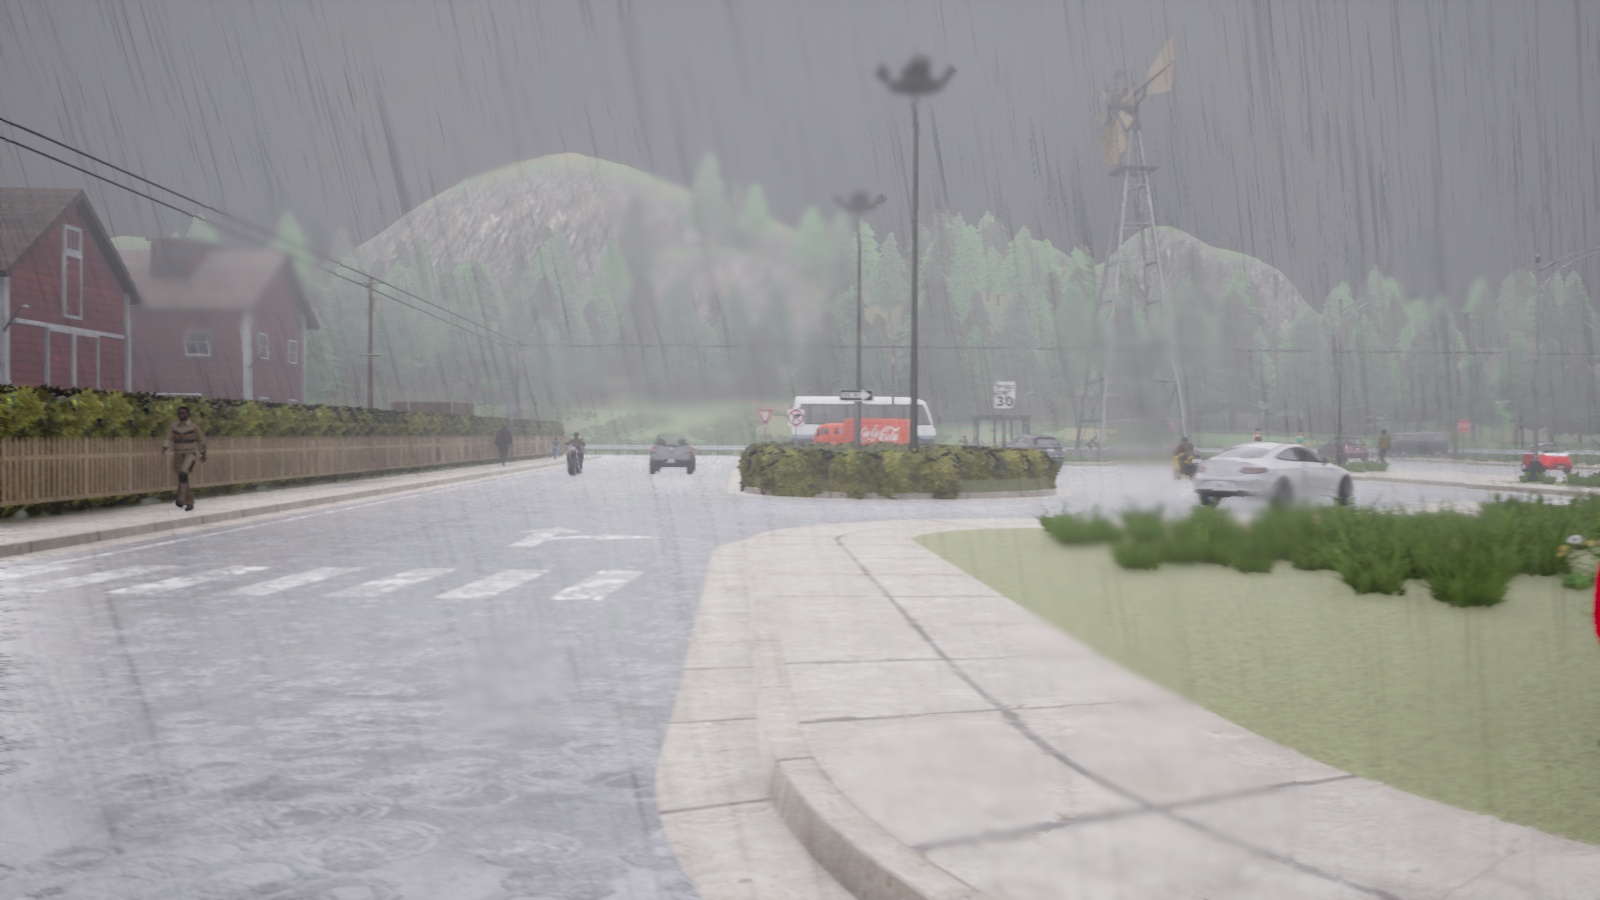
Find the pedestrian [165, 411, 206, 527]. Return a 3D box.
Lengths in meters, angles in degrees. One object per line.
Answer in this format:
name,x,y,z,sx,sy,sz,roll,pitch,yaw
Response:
pedestrian,-10.455,0.316,21.377,0.396,1.930,0.692,-1,1,-6

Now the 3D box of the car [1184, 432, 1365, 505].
car,10.553,0.355,27.747,4.674,1.442,1.812,-1,1,-42

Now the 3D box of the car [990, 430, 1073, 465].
car,11.186,-0.139,61.012,2.033,1.649,4.856,-1,1,-15

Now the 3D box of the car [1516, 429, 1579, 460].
car,34.343,-0.258,57.720,1.481,1.376,2.207,-1,0,-3

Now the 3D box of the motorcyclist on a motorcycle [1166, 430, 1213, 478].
motorcyclist on a motorcycle,12.827,0.123,41.439,0.797,1.523,2.044,-1,1,-3

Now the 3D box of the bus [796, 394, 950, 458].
bus,4.979,-1.680,87.508,10.273,4.253,3.944,-1,1,-2

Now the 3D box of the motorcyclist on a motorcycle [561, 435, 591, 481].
motorcyclist on a motorcycle,-8.283,0.289,46.589,0.766,1.649,2.350,-1,1,-3

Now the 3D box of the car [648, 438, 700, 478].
car,-4.903,0.280,49.217,1.845,1.501,3.633,-1,1,-3

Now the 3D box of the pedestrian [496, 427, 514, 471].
pedestrian,-12.499,-0.033,53.240,0.634,1.844,0.899,-1,1,-7

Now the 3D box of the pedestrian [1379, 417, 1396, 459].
pedestrian,25.944,-0.529,55.490,0.431,1.840,0.709,-1,1,1

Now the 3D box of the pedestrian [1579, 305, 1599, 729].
pedestrian,3.636,0.292,5.266,0.345,1.836,0.594,-1,1,-2

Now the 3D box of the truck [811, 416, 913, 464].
truck,3.389,-0.540,67.864,5.204,2.467,2.627,-1,1,10

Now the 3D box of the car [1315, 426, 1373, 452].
car,36.210,-0.743,83.695,1.851,1.617,3.988,-1,1,-6
